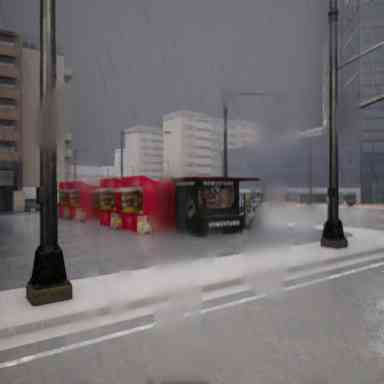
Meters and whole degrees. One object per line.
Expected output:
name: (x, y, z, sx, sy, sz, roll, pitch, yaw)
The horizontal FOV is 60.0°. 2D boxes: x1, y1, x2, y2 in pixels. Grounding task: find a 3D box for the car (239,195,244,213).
car: (5.401, 1.347, 38.533, 2.150, 2.045, 5.566, 0, -1, -36)
